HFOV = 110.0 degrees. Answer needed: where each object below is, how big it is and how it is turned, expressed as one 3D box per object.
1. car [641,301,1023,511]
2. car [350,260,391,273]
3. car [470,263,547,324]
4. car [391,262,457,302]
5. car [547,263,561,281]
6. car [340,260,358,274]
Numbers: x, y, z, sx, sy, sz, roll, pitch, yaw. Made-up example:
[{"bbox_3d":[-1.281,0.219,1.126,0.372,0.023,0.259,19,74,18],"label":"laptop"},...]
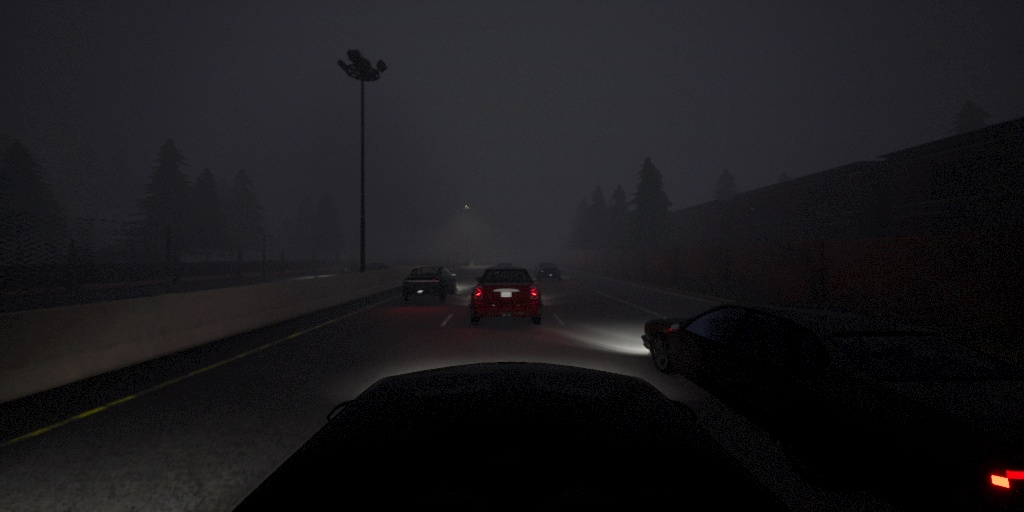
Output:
[{"bbox_3d":[3.451,1.293,4.488,2.033,1.411,5.357,0,0,-1],"label":"car"},{"bbox_3d":[-11.236,1.293,29.558,1.812,1.442,4.674,0,0,-1],"label":"car"},{"bbox_3d":[-0.204,1.103,12.198,2.097,1.767,4.553,0,0,-1],"label":"car"},{"bbox_3d":[-3.802,1.248,17.096,2.128,1.511,4.902,0,0,-1],"label":"car"},{"bbox_3d":[2.929,1.273,29.959,1.812,1.442,4.674,0,0,-1],"label":"car"},{"bbox_3d":[-18.487,1.271,42.316,2.128,1.511,4.902,0,0,-1],"label":"car"}]
